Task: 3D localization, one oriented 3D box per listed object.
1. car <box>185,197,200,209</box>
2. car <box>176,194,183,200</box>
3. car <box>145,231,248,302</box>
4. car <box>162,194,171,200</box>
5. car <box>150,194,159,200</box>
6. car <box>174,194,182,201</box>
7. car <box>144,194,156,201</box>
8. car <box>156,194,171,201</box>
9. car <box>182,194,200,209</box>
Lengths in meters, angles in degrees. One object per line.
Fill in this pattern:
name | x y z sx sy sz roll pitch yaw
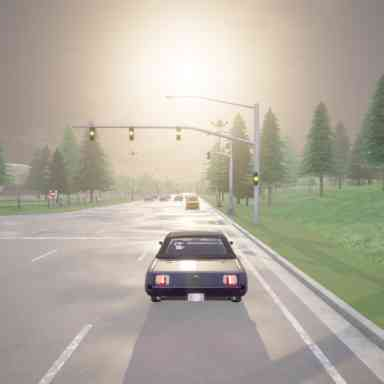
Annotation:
car | 0.066 1.576 49.853 2.033 1.411 5.357 -1 1 0
car | -3.317 1.357 90.900 1.812 1.442 4.674 0 0 0
car | 0.095 1.601 8.185 1.895 1.301 4.718 0 0 1
car | -6.817 1.372 90.907 2.033 1.411 5.357 0 0 0
car | -10.317 1.332 90.914 1.837 1.490 4.892 0 0 0
car | -3.337 1.545 80.896 1.994 1.385 4.181 0 0 0
car | -10.338 1.531 80.494 2.033 1.411 5.357 0 0 0
car | -6.838 1.531 80.487 2.033 1.411 5.357 0 0 0
car | -0.022 1.079 46.396 1.882 1.535 5.008 -3 17 -3
